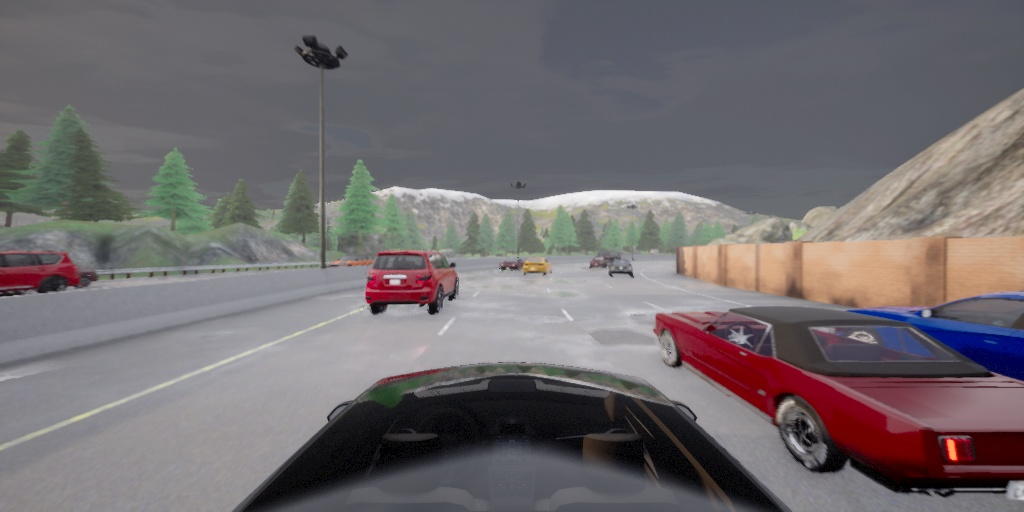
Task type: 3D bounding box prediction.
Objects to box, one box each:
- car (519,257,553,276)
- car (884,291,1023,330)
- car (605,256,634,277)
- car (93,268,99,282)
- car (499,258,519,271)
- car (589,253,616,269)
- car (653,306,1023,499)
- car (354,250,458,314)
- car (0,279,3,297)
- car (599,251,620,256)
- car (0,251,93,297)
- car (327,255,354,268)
[{"bbox_3d":[2.294,0.838,30.959,1.882,1.535,5.008,0,1,14],"label":"car"},{"bbox_3d":[7.100,1.189,4.695,1.882,1.535,5.008,0,1,0],"label":"car"},{"bbox_3d":[8.975,0.930,29.394,2.033,1.411,5.357,0,1,17],"label":"car"},{"bbox_3d":[-24.268,1.052,18.242,1.812,1.442,4.674,0,1,3],"label":"car"},{"bbox_3d":[0.435,0.879,37.149,1.895,1.301,4.718,0,1,22],"label":"car"},{"bbox_3d":[10.514,0.737,42.300,1.812,1.442,4.674,0,1,28],"label":"car"},{"bbox_3d":[3.602,1.311,4.711,1.895,1.301,4.718,0,1,0],"label":"car"},{"bbox_3d":[-3.384,0.818,13.116,2.150,2.045,5.566,0,1,0],"label":"car"},{"bbox_3d":[-14.065,1.205,6.879,1.812,1.442,4.674,0,1,0],"label":"car"},{"bbox_3d":[15.360,0.247,56.125,2.150,2.045,5.566,0,0,41],"label":"car"},{"bbox_3d":[-20.968,0.804,14.092,2.150,2.045,5.566,0,1,1],"label":"car"},{"bbox_3d":[-15.199,0.669,33.880,2.097,1.767,4.553,0,1,14],"label":"car"}]
